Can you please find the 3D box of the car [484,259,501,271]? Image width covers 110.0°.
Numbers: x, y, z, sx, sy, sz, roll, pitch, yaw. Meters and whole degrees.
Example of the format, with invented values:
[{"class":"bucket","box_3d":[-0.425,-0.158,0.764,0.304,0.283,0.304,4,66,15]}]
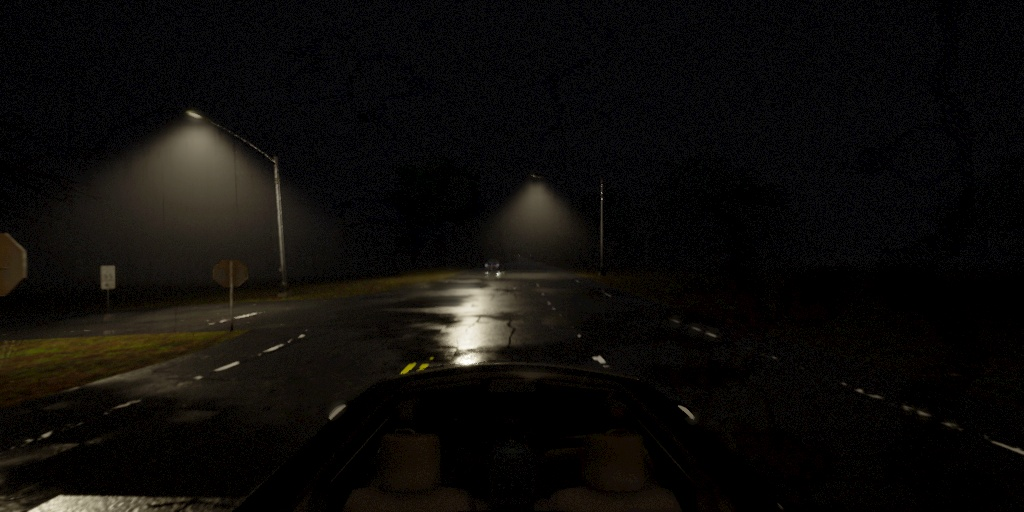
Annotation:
[{"class":"car","box_3d":[-2.658,1.190,50.171,2.097,1.767,4.553,0,0,2]}]
